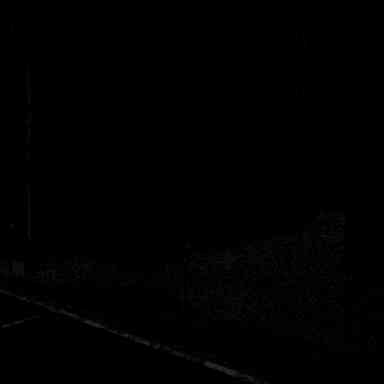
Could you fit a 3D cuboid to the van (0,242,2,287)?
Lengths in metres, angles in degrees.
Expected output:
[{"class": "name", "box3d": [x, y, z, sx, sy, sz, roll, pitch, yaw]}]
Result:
[{"class": "van", "box3d": [-5.763, 1.339, 7.182, 3.998, 1.788, 1.690, 0, 0, 35]}]
